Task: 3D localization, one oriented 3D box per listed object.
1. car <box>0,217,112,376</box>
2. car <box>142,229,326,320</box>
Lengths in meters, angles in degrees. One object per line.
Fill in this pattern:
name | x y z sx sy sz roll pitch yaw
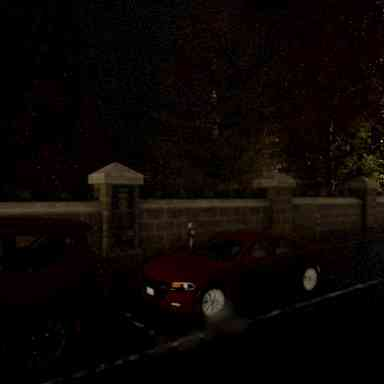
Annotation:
car | -3.493 1.316 4.056 5.009 1.841 2.192 0 1 -35
car | 1.084 1.543 7.307 4.507 1.381 1.887 0 1 -35
